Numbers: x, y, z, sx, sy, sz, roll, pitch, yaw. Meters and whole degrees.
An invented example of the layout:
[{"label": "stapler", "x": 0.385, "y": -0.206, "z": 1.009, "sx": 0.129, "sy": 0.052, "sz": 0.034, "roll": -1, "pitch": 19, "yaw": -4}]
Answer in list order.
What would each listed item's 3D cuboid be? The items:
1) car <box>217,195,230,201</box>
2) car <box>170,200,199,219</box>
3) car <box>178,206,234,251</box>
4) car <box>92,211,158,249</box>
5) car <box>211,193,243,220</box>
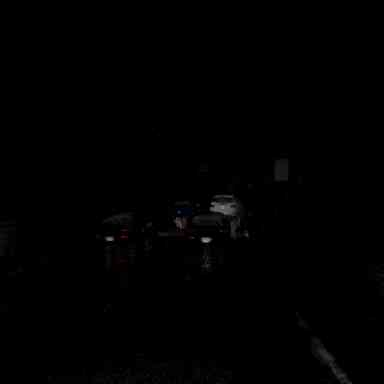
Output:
[{"label": "car", "x": 7.261, "y": 1.432, "z": 77.244, "sx": 1.895, "sy": 1.301, "sz": 4.718, "roll": 0, "pitch": 0, "yaw": 20}, {"label": "car", "x": -0.520, "y": 1.475, "z": 29.026, "sx": 1.882, "sy": 1.535, "sz": 5.008, "roll": 0, "pitch": 0, "yaw": 12}, {"label": "car", "x": 0.726, "y": 1.529, "z": 14.026, "sx": 1.812, "sy": 1.442, "sz": 4.674, "roll": 0, "pitch": 0, "yaw": 6}, {"label": "car", "x": -2.756, "y": 1.526, "z": 14.379, "sx": 1.812, "sy": 1.442, "sz": 4.674, "roll": 0, "pitch": 0, "yaw": 6}, {"label": "car", "x": 2.916, "y": 1.253, "z": 28.353, "sx": 2.150, "sy": 2.045, "sz": 5.566, "roll": 0, "pitch": 0, "yaw": 12}]
